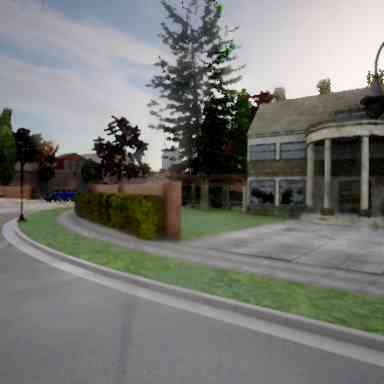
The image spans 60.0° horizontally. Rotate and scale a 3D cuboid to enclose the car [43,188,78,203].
[{"bbox_3d":[-18.879,0.461,48.383,2.150,2.045,5.566,0,0,24],"label":"car"}]
